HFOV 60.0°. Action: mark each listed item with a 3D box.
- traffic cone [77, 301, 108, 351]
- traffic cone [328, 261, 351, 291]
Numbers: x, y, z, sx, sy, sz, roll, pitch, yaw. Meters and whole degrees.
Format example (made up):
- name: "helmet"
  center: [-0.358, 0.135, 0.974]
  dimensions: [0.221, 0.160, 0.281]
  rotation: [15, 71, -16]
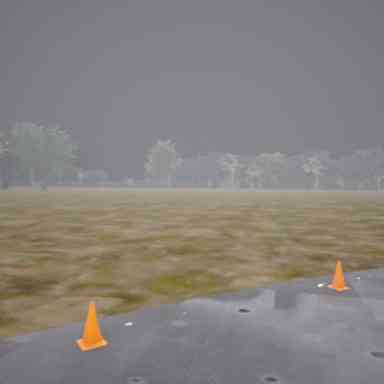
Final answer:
- name: "traffic cone"
  center: [-1.399, 1.832, 4.670]
  dimensions: [0.340, 0.580, 0.340]
  rotation: [-1, 2, -33]
- name: "traffic cone"
  center: [3.220, 1.804, 7.283]
  dimensions: [0.340, 0.580, 0.340]
  rotation: [0, 1, -26]
